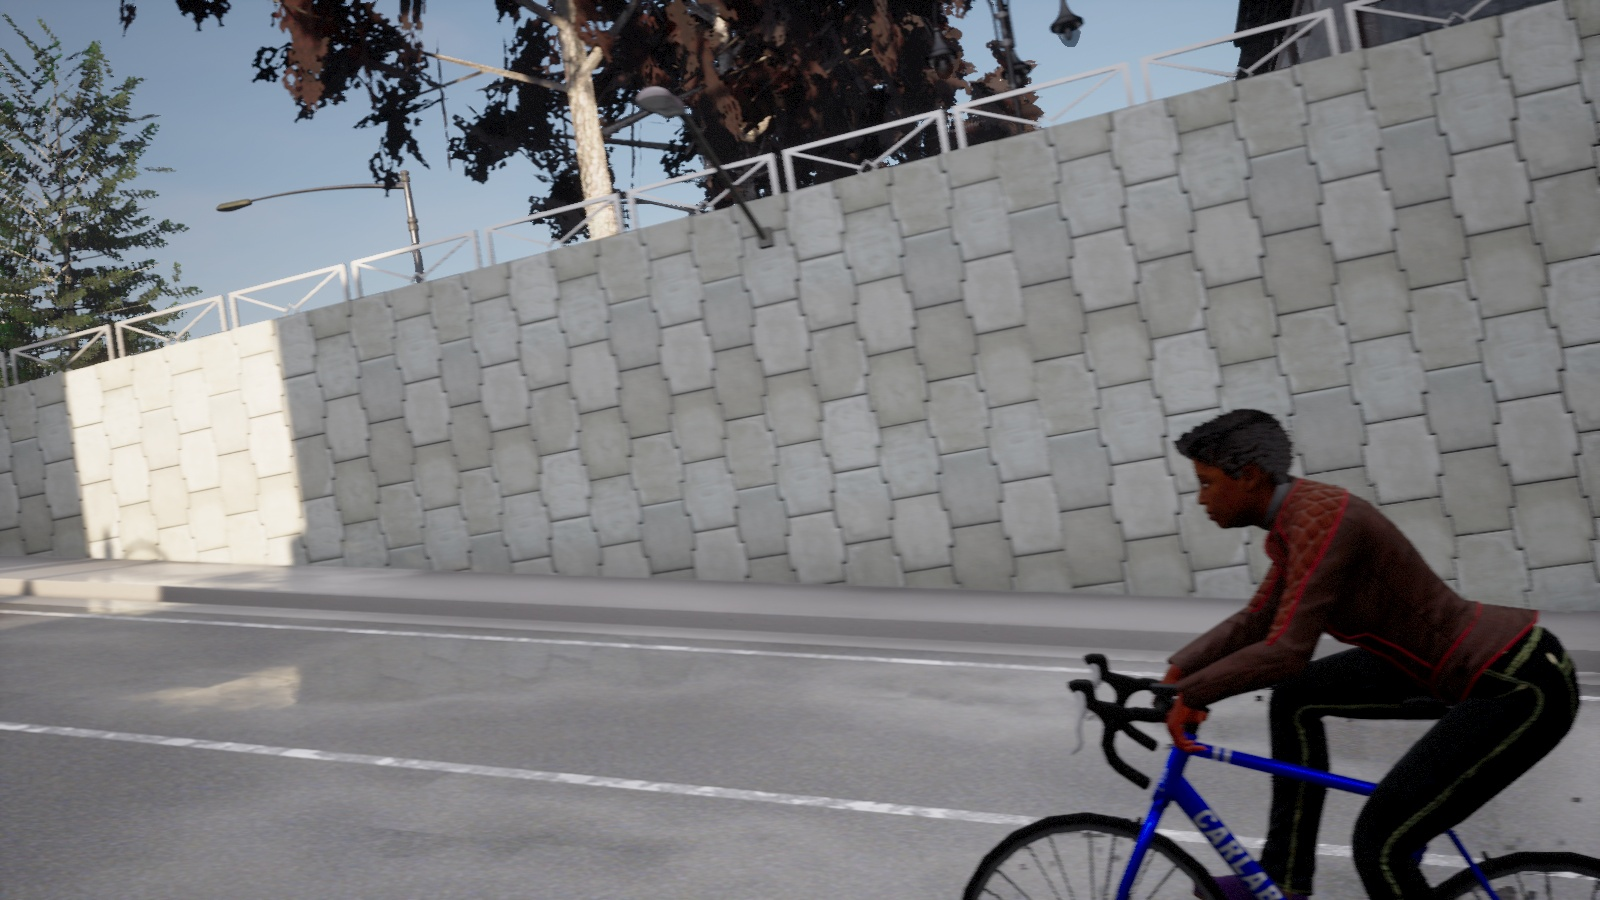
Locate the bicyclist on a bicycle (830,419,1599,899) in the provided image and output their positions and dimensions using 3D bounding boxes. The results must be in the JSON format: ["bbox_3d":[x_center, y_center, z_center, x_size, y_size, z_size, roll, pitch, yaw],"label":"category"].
[{"bbox_3d":[0.951,0.749,2.872,1.656,1.620,0.582,0,1,19],"label":"bicyclist on a bicycle"}]
